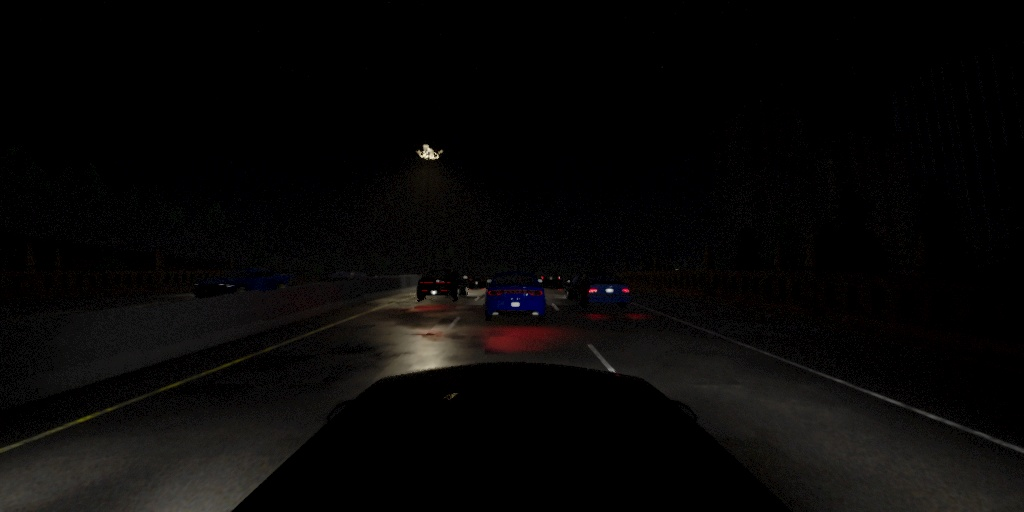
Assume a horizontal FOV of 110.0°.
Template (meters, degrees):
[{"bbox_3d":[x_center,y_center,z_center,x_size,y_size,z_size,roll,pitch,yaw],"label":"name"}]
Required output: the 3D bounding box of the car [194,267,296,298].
[{"bbox_3d":[-14.095,1.404,19.024,1.882,1.535,5.008,0,-2,0],"label":"car"}]

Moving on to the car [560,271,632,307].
[{"bbox_3d":[3.603,1.383,15.739,2.033,1.411,5.357,0,-1,0],"label":"car"}]

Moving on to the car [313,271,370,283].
[{"bbox_3d":[-10.596,1.641,23.044,2.033,1.411,5.357,0,-3,0],"label":"car"}]

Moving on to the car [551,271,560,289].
[{"bbox_3d":[3.607,2.322,35.174,2.097,1.767,4.553,0,-5,0],"label":"car"}]

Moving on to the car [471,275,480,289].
[{"bbox_3d":[-3.406,2.659,36.823,1.812,1.442,4.674,0,-6,0],"label":"car"}]

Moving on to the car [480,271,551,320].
[{"bbox_3d":[0.102,1.267,12.826,1.882,1.535,5.008,0,-1,0],"label":"car"}]

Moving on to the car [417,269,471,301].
[{"bbox_3d":[-3.397,1.398,18.032,1.837,1.490,4.892,0,-2,0],"label":"car"}]

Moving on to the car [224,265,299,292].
[{"bbox_3d":[-17.593,1.580,25.551,2.097,1.767,4.553,0,-3,0],"label":"car"}]
